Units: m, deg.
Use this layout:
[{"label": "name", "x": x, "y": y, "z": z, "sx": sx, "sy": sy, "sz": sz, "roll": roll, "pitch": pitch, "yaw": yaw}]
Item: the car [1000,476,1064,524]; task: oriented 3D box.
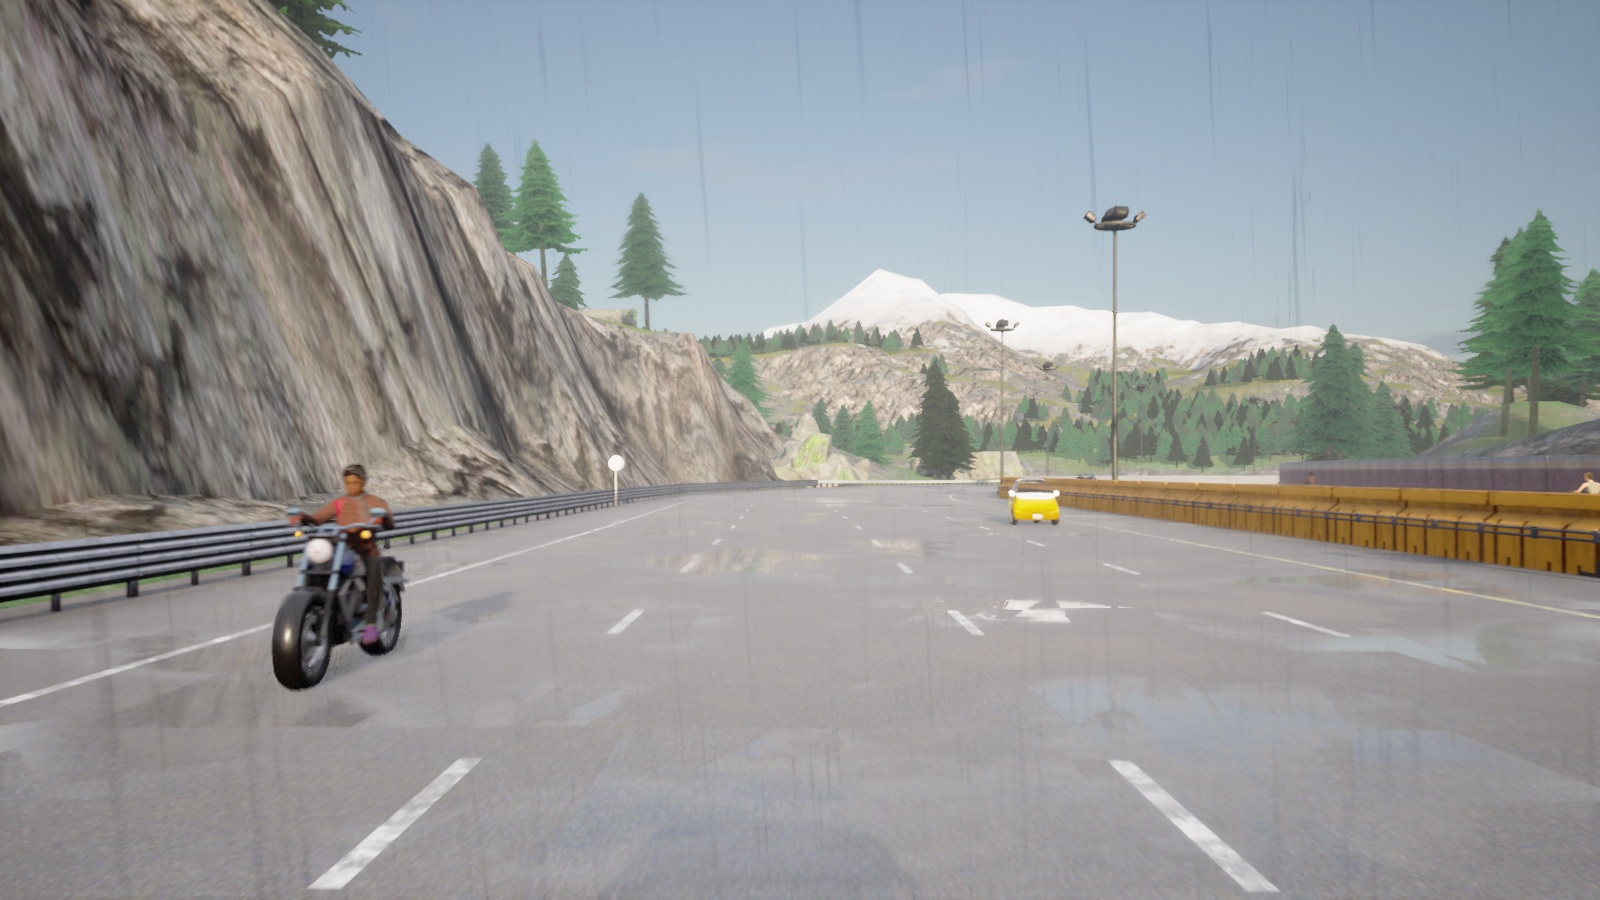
[{"label": "car", "x": 6.870, "y": 1.466, "z": 37.336, "sx": 1.481, "sy": 1.376, "sz": 2.207, "roll": 0, "pitch": -1, "yaw": -1}]

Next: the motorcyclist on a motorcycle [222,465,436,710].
[{"label": "motorcyclist on a motorcycle", "x": -3.523, "y": 0.941, "z": 9.657, "sx": 0.766, "sy": 1.649, "sz": 2.350, "roll": 0, "pitch": -1, "yaw": 0}]
